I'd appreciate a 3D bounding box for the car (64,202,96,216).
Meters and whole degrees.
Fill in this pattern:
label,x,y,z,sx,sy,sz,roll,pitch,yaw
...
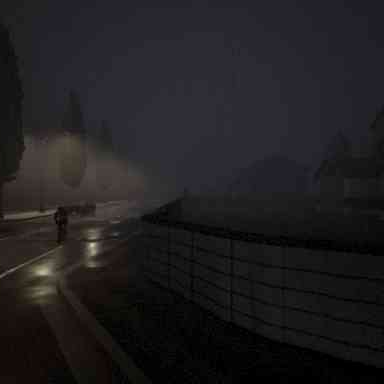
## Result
label,x,y,z,sx,sy,sz,roll,pitch,yaw
car,-10.978,1.601,33.132,1.895,1.301,4.718,0,0,-1

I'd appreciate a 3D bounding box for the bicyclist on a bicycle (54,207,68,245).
label,x,y,z,sx,sy,sz,roll,pitch,yaw
bicyclist on a bicycle,-5.622,1.453,14.322,0.582,1.620,1.656,0,-2,-33
